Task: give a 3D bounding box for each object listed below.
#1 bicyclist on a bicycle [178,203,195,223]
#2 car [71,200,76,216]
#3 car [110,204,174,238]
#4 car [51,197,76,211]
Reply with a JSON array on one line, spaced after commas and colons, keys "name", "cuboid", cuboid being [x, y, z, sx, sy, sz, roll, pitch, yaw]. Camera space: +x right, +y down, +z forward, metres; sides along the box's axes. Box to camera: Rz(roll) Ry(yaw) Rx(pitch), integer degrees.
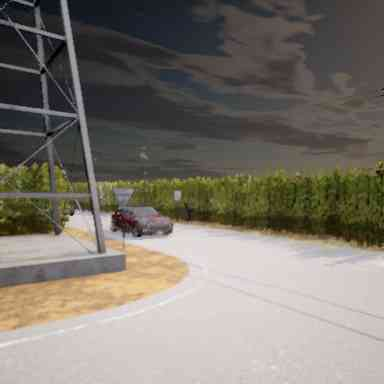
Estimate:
[{"name": "bicyclist on a bicycle", "cuboid": [-0.421, 1.709, 27.002, 1.656, 1.620, 0.582, 2, -1, -36]}, {"name": "car", "cuboid": [-13.649, 1.398, 33.871, 2.150, 2.045, 5.566, 0, 0, -36]}, {"name": "car", "cuboid": [-2.952, 1.531, 19.154, 2.097, 1.767, 4.553, 0, 0, -36]}, {"name": "car", "cuboid": [-17.320, 1.544, 44.597, 2.097, 1.767, 4.553, 0, 0, -35]}]
